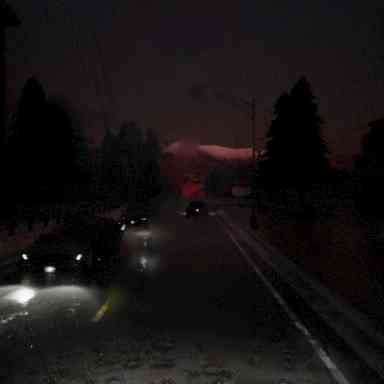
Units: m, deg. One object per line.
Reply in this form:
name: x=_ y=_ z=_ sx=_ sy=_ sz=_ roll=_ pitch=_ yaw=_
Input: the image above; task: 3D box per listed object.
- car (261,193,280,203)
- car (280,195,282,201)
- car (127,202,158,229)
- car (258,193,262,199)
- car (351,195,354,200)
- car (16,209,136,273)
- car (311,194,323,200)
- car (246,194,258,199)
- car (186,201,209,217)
car: x=14.776 y=1.264 z=62.436 sx=1.845 sy=1.501 sz=3.633 roll=0 pitch=0 yaw=1
car: x=17.927 y=1.264 z=69.786 sx=1.970 sy=1.475 sz=3.806 roll=0 pitch=0 yaw=1
car: x=-3.308 y=1.452 z=21.220 sx=1.837 sy=1.490 sz=4.892 roll=0 pitch=0 yaw=1
car: x=18.507 y=1.169 z=88.443 sx=2.152 sy=1.636 sz=5.027 roll=0 pitch=0 yaw=1
car: x=40.161 y=1.199 z=80.223 sx=2.007 sy=1.523 sz=4.514 roll=0 pitch=0 yaw=1
car: x=-3.458 y=1.518 z=10.837 sx=2.033 sy=1.411 sz=5.357 roll=0 pitch=0 yaw=1
car: x=30.172 y=1.200 z=80.496 sx=1.845 sy=1.501 sz=3.633 roll=0 pitch=0 yaw=1
car: x=15.369 y=1.172 z=88.463 sx=2.007 sy=1.523 sz=4.514 roll=0 pitch=0 yaw=1
car: x=0.487 y=1.498 z=30.169 sx=1.994 sy=1.385 sz=4.181 roll=0 pitch=0 yaw=1
